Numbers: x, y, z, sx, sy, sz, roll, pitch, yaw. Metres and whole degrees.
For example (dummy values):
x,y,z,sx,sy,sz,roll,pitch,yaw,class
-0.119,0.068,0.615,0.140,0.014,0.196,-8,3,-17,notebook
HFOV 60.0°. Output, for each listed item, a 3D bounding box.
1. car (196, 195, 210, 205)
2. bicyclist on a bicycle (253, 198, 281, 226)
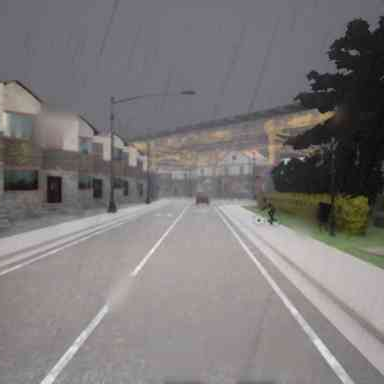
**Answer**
x,y,z,sx,sy,sz,roll,pitch,yaw,class
1.740,1.137,51.870,1.882,1.535,5.008,0,0,7,car
4.393,1.193,19.390,1.656,1.620,0.582,0,0,2,bicyclist on a bicycle
